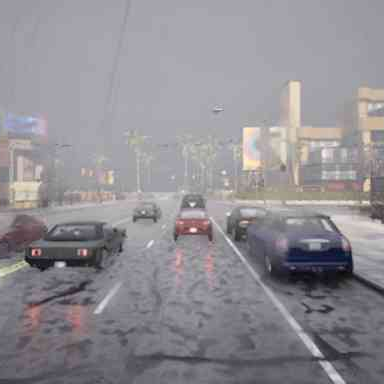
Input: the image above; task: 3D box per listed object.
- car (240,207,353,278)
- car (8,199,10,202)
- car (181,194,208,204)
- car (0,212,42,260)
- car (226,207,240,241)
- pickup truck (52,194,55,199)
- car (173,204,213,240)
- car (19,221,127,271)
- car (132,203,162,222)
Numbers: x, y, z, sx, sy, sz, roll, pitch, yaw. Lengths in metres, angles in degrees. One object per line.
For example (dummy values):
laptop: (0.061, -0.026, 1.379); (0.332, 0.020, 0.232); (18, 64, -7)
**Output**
car: (3.007, 1.352, 10.310); (2.185, 1.767, 4.553); (0, 0, -1)
car: (-29.178, 1.276, 49.460); (2.185, 1.767, 4.553); (0, 0, -1)
car: (0.254, 1.221, 30.896); (2.150, 2.045, 5.566); (0, 0, 5)
car: (-7.120, 1.531, 12.526); (1.812, 1.442, 4.674); (0, 0, 0)
car: (2.844, 1.477, 16.735); (2.097, 1.535, 5.008); (0, 0, -1)
pickup truck: (-28.879, 1.112, 77.086); (6.274, 2.098, 2.390); (0, 0, -1)
car: (0.039, 1.524, 16.896); (1.812, 1.442, 4.674); (0, 0, 0)
car: (-3.433, 1.603, 10.880); (1.895, 1.301, 4.718); (0, 0, 0)
car: (-3.491, 1.550, 26.352); (2.033, 1.411, 5.357); (0, 0, 0)
